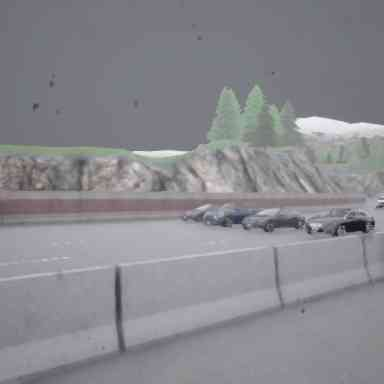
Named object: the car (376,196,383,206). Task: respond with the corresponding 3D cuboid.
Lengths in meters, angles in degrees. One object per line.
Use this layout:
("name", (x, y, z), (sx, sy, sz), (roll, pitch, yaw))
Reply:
("car", (32.317, 1.779, 55.603), (2.150, 2.045, 5.566), (0, 0, 38))

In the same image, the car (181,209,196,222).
("car", (1.351, 1.678, 26.482), (4.674, 1.442, 1.812), (1, 0, -36))

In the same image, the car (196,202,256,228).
("car", (2.919, 1.498, 23.318), (4.553, 1.767, 2.097), (1, 0, -36))

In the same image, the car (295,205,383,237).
("car", (8.323, 1.654, 18.590), (4.902, 1.511, 2.128), (1, 0, -36))

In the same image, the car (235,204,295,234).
("car", (5.186, 1.675, 20.632), (4.674, 1.442, 1.812), (1, 0, -36))
